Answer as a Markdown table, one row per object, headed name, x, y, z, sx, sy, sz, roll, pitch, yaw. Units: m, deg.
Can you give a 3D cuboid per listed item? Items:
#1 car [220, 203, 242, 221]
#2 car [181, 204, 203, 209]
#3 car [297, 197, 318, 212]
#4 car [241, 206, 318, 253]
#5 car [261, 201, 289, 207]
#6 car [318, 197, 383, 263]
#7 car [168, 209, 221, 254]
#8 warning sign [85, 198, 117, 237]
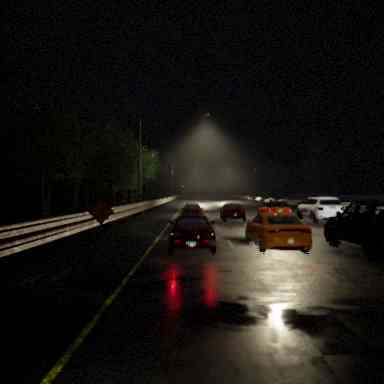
| name | x | y | z | sx | sy | sz | roll | pitch | yaw |
| --- | --- | --- | --- | --- | --- | --- | --- | --- | --- |
| car | 3.523 | 1.690 | 29.236 | 1.882 | 1.535 | 5.008 | 0 | 0 | 0 |
| car | 0.019 | 1.736 | 28.901 | 1.812 | 1.442 | 4.674 | 0 | 0 | 0 |
| car | 10.507 | 1.429 | 27.606 | 2.150 | 2.045 | 5.566 | 0 | 0 | 0 |
| car | 3.523 | 1.598 | 14.247 | 1.882 | 1.535 | 5.008 | 0 | 0 | 0 |
| car | 7.016 | 1.560 | 28.424 | 2.097 | 1.767 | 4.553 | 0 | 0 | 0 |
| car | 7.008 | 1.333 | 12.602 | 2.150 | 2.045 | 5.566 | 0 | 0 | 0 |
| car | 0.021 | 1.643 | 13.916 | 1.812 | 1.442 | 4.674 | 0 | 0 | 0 |
| warning sign | -4.544 | 1.253 | 16.622 | 1.300 | 1.860 | 1.060 | 0 | 0 | 0 |
